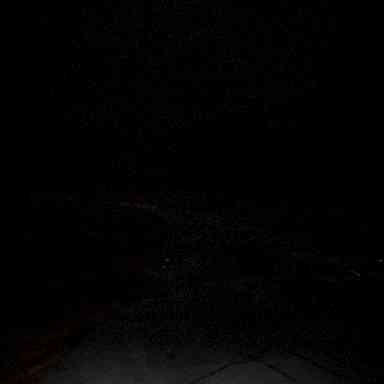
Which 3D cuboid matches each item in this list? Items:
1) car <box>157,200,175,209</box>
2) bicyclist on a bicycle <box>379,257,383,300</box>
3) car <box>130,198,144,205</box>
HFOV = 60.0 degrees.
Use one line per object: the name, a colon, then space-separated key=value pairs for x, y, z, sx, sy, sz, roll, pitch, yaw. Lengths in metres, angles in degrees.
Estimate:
car: x=-4.346 y=2.038 z=56.014 sx=2.033 sy=1.411 sz=5.357 roll=1 pitch=-1 yaw=-21
bicyclist on a bicycle: x=4.279 y=1.671 z=6.848 sx=0.582 sy=1.620 sz=1.656 roll=2 pitch=-1 yaw=6
car: x=-11.780 y=1.972 z=71.680 sx=1.812 sy=1.442 sz=4.674 roll=2 pitch=-1 yaw=-30
